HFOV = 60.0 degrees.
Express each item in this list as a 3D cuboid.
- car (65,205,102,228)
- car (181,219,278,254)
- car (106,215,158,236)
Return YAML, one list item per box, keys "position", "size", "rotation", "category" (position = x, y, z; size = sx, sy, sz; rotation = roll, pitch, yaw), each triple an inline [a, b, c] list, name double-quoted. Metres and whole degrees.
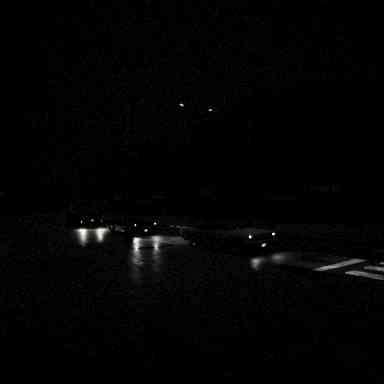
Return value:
- position: [-10.573, 2.311, 32.172]
  size: [2.150, 2.045, 5.566]
  rotation: [0, -2, -36]
  category: "car"
- position: [1.560, 1.920, 15.269]
  size: [1.895, 1.301, 4.718]
  rotation: [0, -2, -38]
  category: "car"
- position: [-4.291, 2.270, 23.420]
  size: [1.895, 1.301, 4.718]
  rotation: [0, -2, -36]
  category: "car"
